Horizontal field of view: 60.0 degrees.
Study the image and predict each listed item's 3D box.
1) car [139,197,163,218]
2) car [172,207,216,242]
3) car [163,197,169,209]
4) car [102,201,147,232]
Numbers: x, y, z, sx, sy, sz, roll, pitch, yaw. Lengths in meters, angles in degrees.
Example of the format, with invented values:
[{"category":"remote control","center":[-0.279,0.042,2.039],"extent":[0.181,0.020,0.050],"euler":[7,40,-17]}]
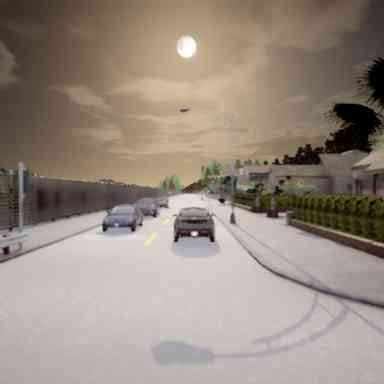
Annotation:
[{"category":"car","center":[-4.072,1.316,30.024],"extent":[2.097,1.767,4.553],"euler":[0,0,0]},{"category":"car","center":[0.104,1.485,16.345],"extent":[1.837,1.490,4.892],"euler":[0,0,0]},{"category":"car","center":[-4.038,1.451,44.009],"extent":[1.837,1.490,4.892],"euler":[0,0,0]},{"category":"car","center":[-4.084,1.501,20.231],"extent":[1.812,1.442,4.674],"euler":[0,0,0]}]
